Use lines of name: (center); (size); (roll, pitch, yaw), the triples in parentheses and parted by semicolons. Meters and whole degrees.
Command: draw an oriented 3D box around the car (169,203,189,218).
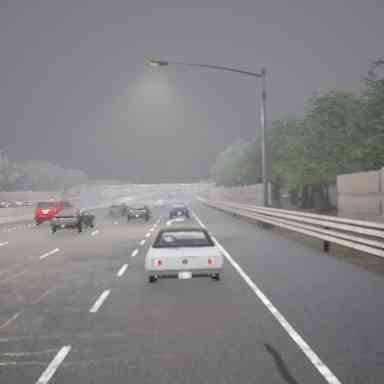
car: (-1.291, 1.832, 33.459); (1.812, 1.442, 4.674); (-1, 0, -2)

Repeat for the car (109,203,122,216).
car: (-8.529, 2.006, 39.214); (2.128, 1.511, 4.902); (-1, 0, -2)

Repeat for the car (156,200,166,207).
car: (-6.034, 2.162, 63.327); (1.812, 1.442, 4.674); (-1, 0, -2)

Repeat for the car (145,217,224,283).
car: (-0.272, 1.694, 10.054); (1.895, 1.301, 4.718); (-1, 0, -3)

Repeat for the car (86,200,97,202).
car: (-24.107, 2.274, 80.030); (1.994, 1.385, 4.181); (-1, 0, -2)

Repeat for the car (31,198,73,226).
car: (-11.624, 1.722, 28.827); (2.150, 2.045, 5.566); (-1, 0, -3)

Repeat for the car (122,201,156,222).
car: (-4.787, 1.855, 30.804); (2.128, 1.511, 4.902); (-1, 0, -2)

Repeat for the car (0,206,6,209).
car: (-22.693, 2.350, 38.267); (1.812, 1.442, 4.674); (-1, 0, -2)

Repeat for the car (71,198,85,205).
car: (-27.636, 2.276, 80.888); (1.895, 1.301, 4.718); (-1, 1, -2)

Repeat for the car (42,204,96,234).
car: (-7.826, 1.855, 22.327); (2.128, 1.511, 4.902); (-1, 0, -2)

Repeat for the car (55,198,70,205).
car: (-31.117, 2.330, 80.219); (1.837, 1.490, 4.892); (-1, 1, -2)
